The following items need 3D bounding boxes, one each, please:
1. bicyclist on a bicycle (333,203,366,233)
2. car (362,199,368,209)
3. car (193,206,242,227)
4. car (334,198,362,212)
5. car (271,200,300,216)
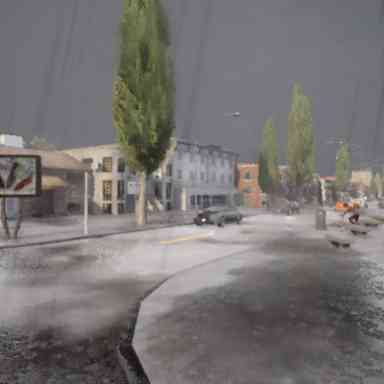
[{"bbox_3d":[8.534,1.429,18.103,1.656,1.620,0.582,0,0,35],"label":"bicyclist on a bicycle"},{"bbox_3d":[24.437,1.744,48.684,1.812,1.442,4.674,0,0,35],"label":"car"},{"bbox_3d":[1.877,1.644,23.242,1.994,1.385,4.181,0,0,35],"label":"car"},{"bbox_3d":[18.771,1.529,40.400,2.097,1.767,4.553,0,0,35],"label":"car"},{"bbox_3d":[9.893,1.640,34.827,1.837,1.490,4.892,0,0,35],"label":"car"}]
